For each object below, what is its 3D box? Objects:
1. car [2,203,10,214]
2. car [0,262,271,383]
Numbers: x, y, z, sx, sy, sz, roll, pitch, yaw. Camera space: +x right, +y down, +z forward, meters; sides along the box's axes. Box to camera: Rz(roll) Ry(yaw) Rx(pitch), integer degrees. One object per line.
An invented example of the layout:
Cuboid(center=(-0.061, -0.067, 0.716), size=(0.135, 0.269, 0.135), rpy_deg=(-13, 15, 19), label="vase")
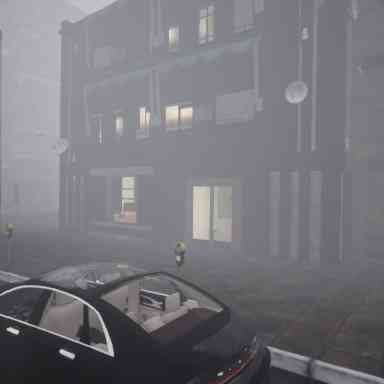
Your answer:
Cuboid(center=(-21.533, 1.622, 34.881), size=(2.008, 1.369, 4.403), rpy_deg=(1, 0, 36), label="car")
Cuboid(center=(-1.294, 1.550, 3.935), size=(4.403, 1.369, 2.008), rpy_deg=(0, 1, 35), label="car")
